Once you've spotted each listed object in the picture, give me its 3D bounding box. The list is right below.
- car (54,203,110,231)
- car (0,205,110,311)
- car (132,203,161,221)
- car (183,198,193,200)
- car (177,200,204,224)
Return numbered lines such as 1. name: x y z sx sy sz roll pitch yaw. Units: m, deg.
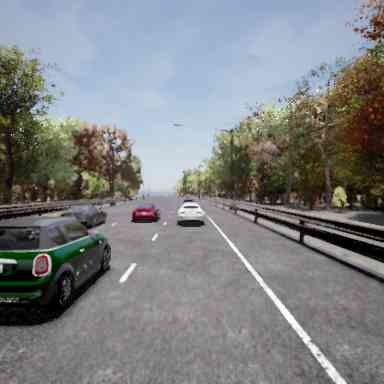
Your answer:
1. car: -7.068 1.556 22.119 2.033 1.411 5.357 0 0 -1
2. car: -3.428 1.350 7.896 2.097 1.767 4.553 0 0 0
3. car: -3.645 1.575 27.049 1.994 1.385 4.181 0 0 -1
4. car: -0.492 1.548 42.458 1.812 1.442 4.674 0 0 -2
5. car: -0.101 1.534 24.559 1.812 1.442 4.674 0 0 -1
